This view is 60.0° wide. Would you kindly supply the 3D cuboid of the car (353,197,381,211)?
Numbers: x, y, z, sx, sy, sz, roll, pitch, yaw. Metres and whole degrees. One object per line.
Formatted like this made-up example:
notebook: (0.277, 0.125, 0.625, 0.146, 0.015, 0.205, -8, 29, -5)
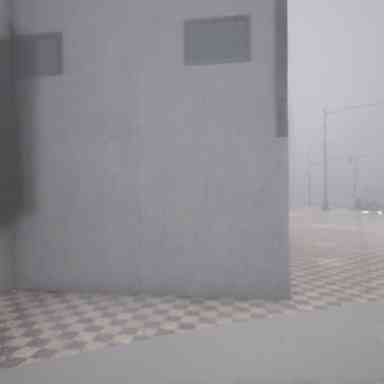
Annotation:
car: (19.543, 1.275, 37.382, 1.812, 1.442, 4.674, 0, 0, 10)
